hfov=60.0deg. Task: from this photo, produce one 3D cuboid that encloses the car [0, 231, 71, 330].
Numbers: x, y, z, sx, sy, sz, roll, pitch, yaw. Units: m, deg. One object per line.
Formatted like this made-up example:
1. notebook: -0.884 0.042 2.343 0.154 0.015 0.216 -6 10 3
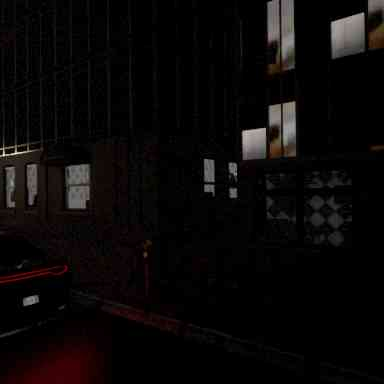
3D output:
1. car: -4.431 1.480 6.453 5.008 1.535 1.882 0 0 36
